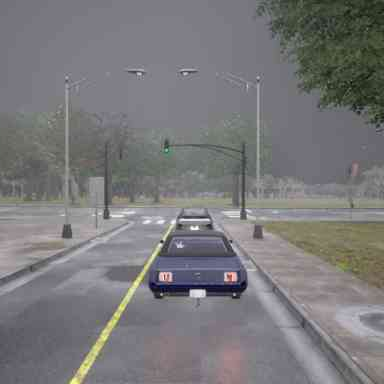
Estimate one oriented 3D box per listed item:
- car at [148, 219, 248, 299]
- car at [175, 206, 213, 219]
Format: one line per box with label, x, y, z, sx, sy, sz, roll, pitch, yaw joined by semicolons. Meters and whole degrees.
car;0.111;1.607;8.416;1.895;1.301;4.718;0;0;0
car;0.124;1.520;17.881;2.128;1.511;4.902;0;0;0
